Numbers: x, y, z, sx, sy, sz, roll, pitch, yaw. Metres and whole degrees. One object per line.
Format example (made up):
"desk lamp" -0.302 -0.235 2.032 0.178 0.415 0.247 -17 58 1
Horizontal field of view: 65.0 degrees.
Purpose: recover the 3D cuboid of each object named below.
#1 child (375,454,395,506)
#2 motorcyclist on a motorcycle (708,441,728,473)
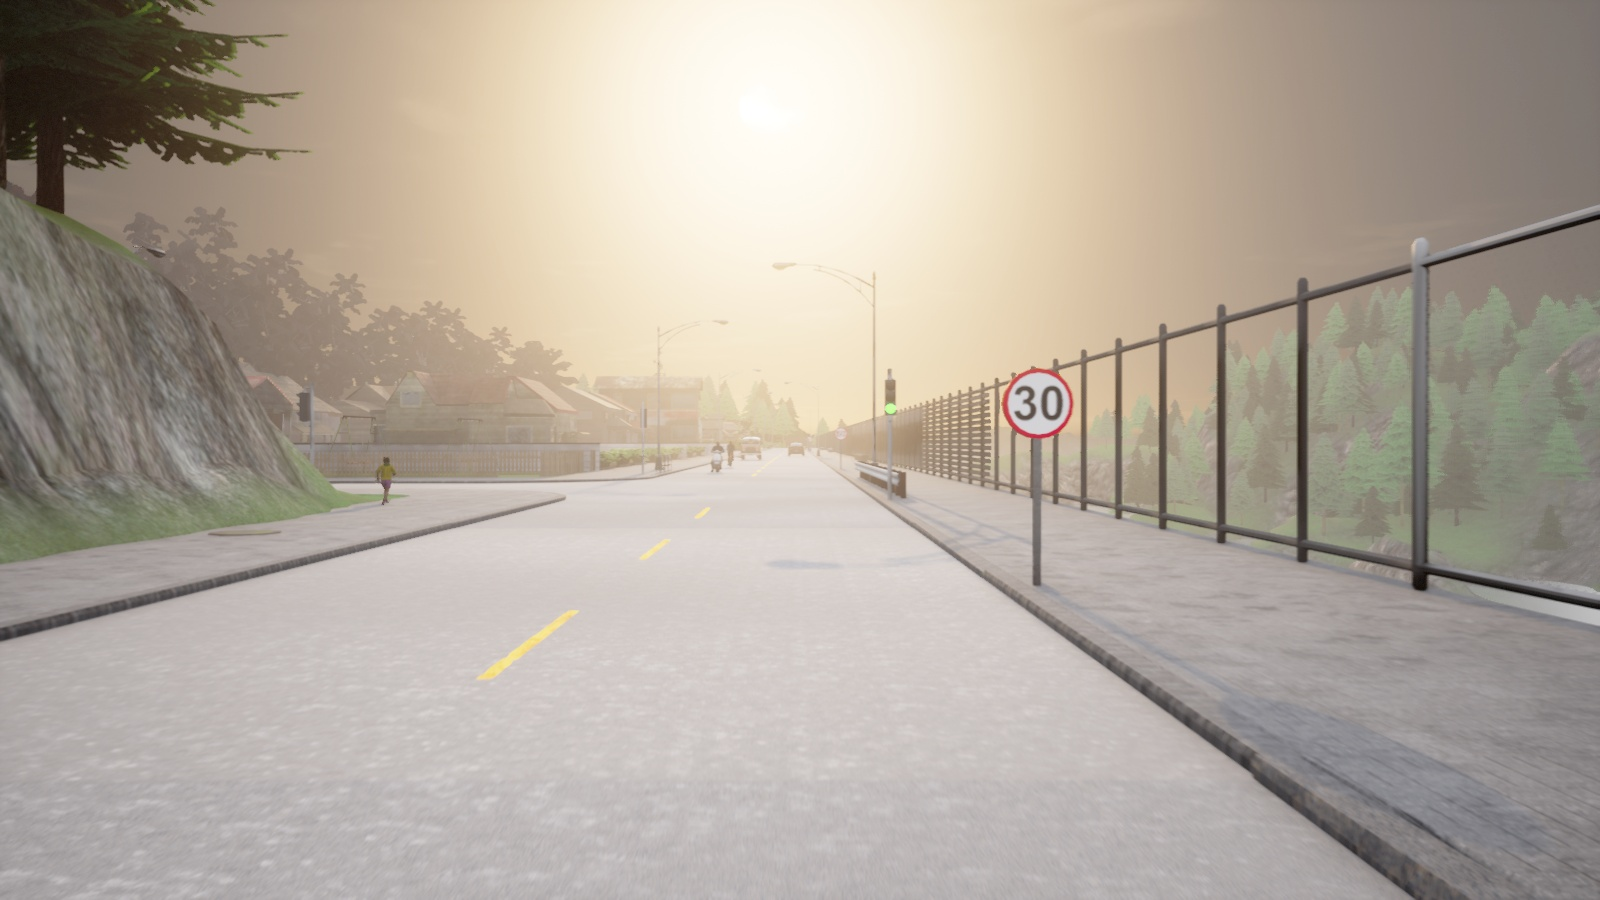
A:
"child" -9.338 0.670 28.254 0.299 1.160 0.473 0 0 0
"motorcyclist on a motorcycle" -4.138 0.339 63.589 0.866 1.590 1.817 0 0 0
